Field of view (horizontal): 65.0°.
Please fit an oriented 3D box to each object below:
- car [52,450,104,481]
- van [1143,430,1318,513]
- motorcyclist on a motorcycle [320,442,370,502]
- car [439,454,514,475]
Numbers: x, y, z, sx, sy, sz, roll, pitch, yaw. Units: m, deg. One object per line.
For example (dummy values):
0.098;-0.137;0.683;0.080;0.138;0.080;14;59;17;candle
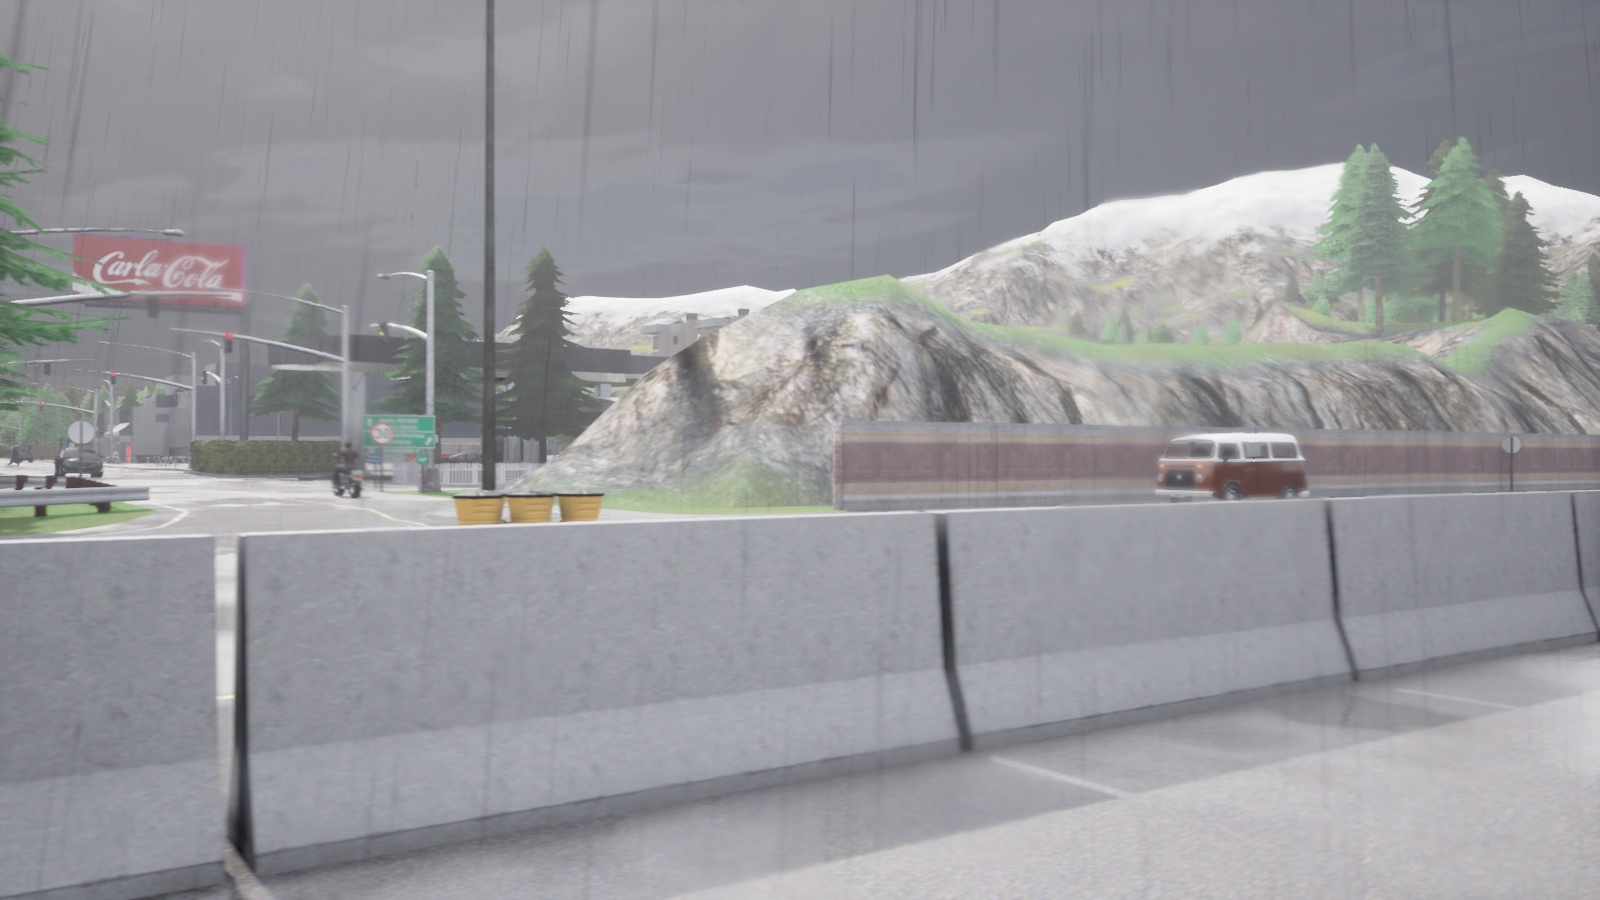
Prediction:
-35.975;0.799;62.493;1.837;1.490;4.892;0;-1;-35;car
11.287;0.525;32.836;4.480;2.038;2.069;0;0;-35;van
-13.020;0.615;35.902;0.766;1.649;2.350;0;0;-35;motorcyclist on a motorcycle
-23.423;1.018;90.960;4.892;1.490;1.837;0;0;-35;car
